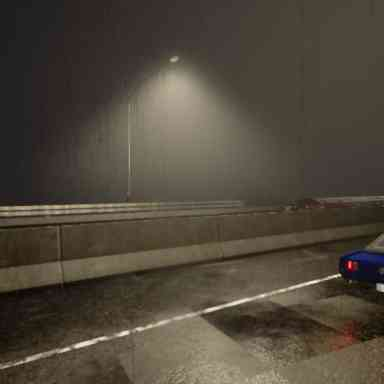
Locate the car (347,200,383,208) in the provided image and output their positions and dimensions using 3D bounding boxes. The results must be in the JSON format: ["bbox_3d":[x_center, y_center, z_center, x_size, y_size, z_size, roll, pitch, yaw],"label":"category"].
[{"bbox_3d":[15.014,1.368,27.286,4.181,1.385,1.994,0,0,-34],"label":"car"}]

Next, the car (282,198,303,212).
[{"bbox_3d":[11.028,1.327,33.041,4.674,1.442,1.812,0,0,-34],"label":"car"}]

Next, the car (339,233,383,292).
[{"bbox_3d":[5.499,1.539,7.627,4.718,1.301,1.895,0,0,-35],"label":"car"}]

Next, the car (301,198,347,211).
[{"bbox_3d":[12.211,1.410,29.611,4.718,1.301,1.895,0,0,-35],"label":"car"}]
